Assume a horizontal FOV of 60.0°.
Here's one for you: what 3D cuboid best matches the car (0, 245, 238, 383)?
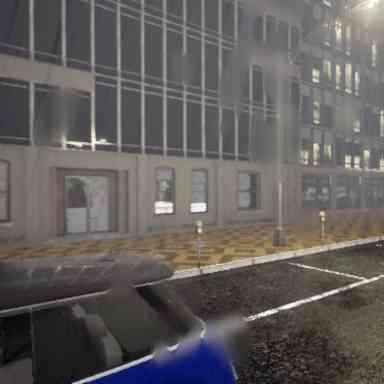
[{"bbox_3d":[-1.850,1.355,2.059,4.553,1.767,2.097,0,0,-36],"label":"car"}]
